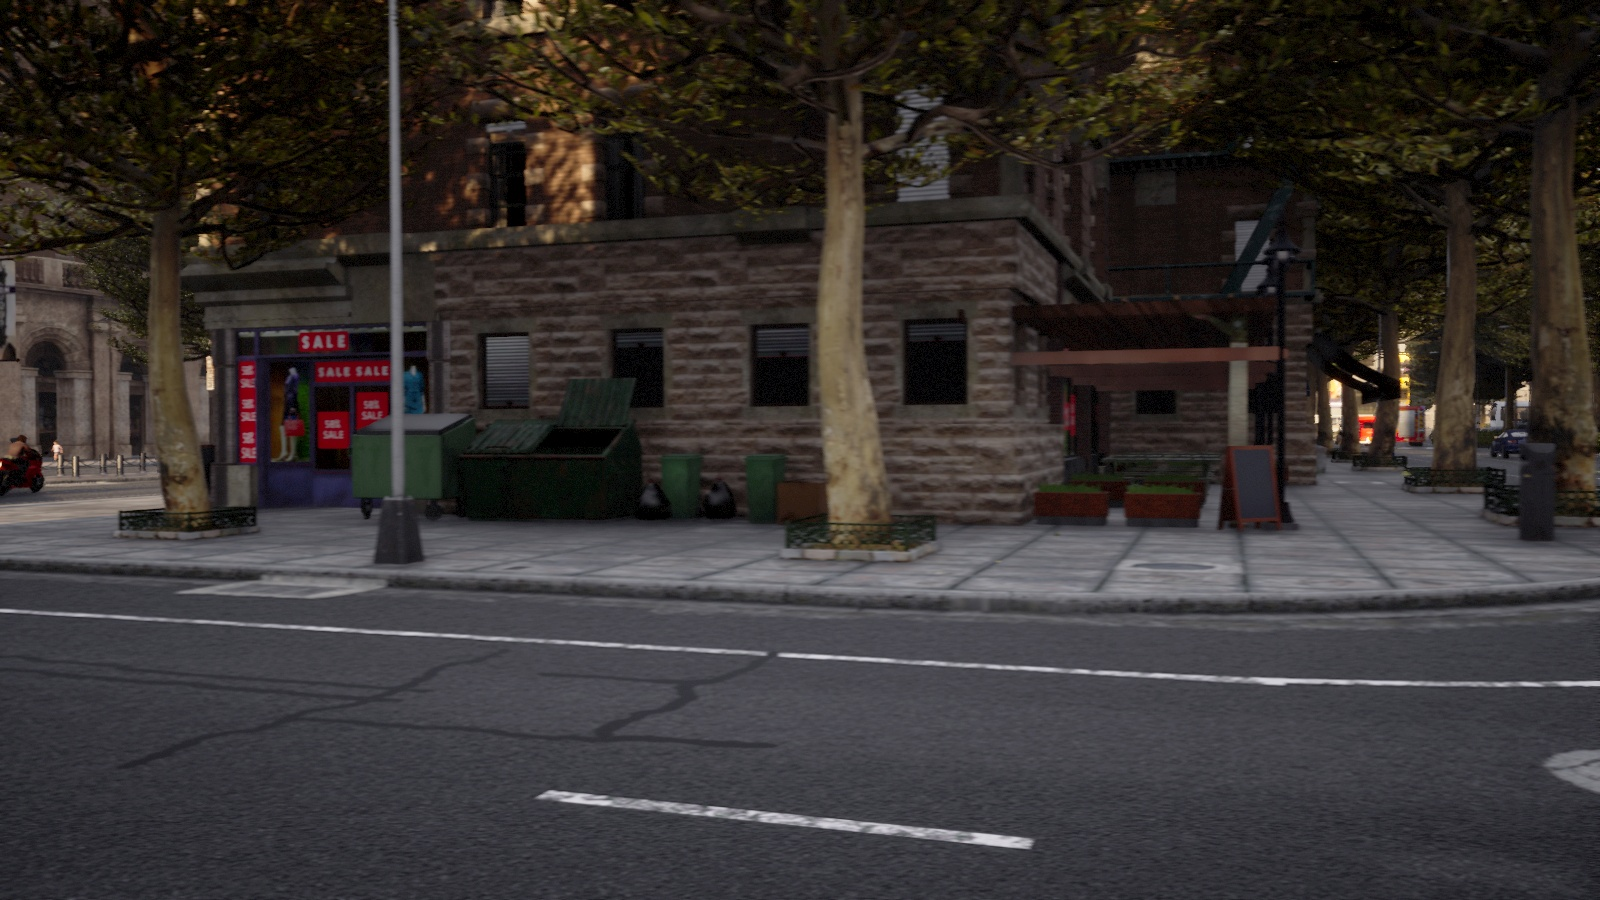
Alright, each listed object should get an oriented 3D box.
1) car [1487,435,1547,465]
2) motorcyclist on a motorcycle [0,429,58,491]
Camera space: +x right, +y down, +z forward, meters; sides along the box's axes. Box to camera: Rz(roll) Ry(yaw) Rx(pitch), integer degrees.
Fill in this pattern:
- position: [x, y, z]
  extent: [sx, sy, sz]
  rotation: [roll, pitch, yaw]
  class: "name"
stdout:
- position: [36.651, -0.040, 64.312]
  extent: [1.812, 1.442, 4.674]
  rotation: [1, 1, 19]
  class: "car"
- position: [-19.850, 0.224, 31.913]
  extent: [0.797, 1.523, 2.044]
  rotation: [0, 1, -1]
  class: "motorcyclist on a motorcycle"
